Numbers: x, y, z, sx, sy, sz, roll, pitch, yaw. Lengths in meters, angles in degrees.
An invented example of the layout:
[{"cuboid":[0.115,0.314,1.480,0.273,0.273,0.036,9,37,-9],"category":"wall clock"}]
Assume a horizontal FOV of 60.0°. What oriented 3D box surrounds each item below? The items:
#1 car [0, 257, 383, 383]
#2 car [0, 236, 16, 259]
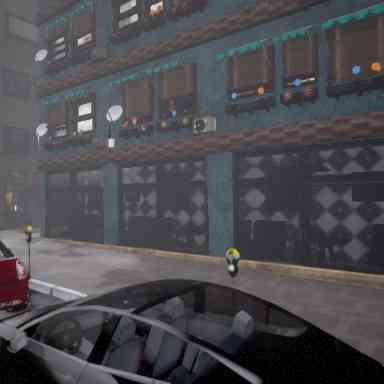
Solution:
[{"cuboid":[-0.494,1.565,3.243,4.313,1.339,1.947,0,-1,36],"category":"car"},{"cuboid":[-4.989,1.441,6.453,4.097,1.590,1.967,0,-1,36],"category":"car"}]
